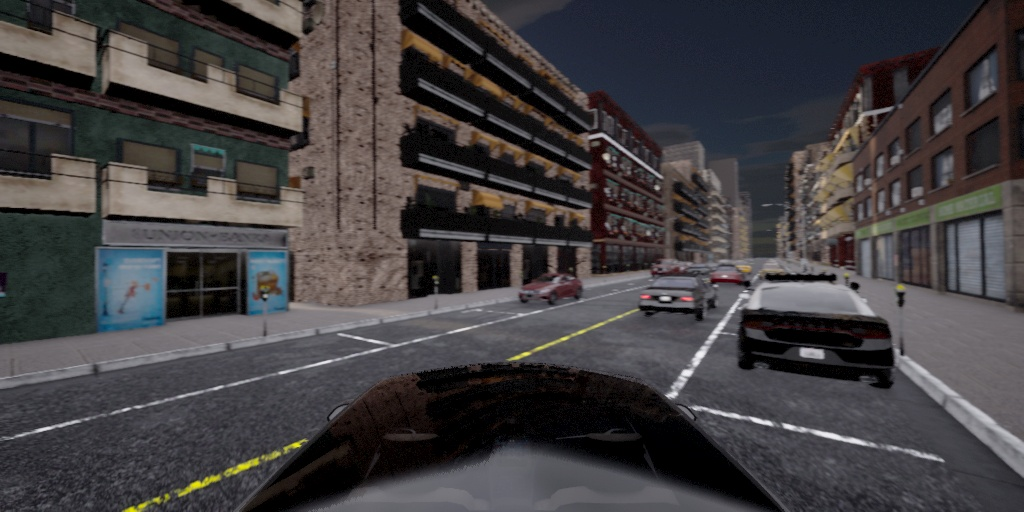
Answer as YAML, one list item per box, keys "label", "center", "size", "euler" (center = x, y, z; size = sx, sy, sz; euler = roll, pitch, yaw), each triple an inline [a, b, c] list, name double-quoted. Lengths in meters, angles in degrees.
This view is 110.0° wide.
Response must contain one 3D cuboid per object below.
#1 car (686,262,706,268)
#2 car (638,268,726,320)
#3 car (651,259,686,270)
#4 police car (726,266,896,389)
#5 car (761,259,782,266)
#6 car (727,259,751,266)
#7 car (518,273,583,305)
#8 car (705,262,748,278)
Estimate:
- label: "car"
  center: [18.537, 1.396, 35.456]
  size: [1.994, 1.385, 4.181]
  euler: [-1, -1, 36]
- label: "car"
  center: [6.076, 1.325, 12.809]
  size: [2.033, 1.411, 5.357]
  euler: [-1, -1, 36]
- label: "car"
  center: [15.181, 1.195, 35.258]
  size: [2.192, 1.841, 5.009]
  euler: [0, 0, 36]
- label: "police car"
  center: [5.677, 1.148, 7.084]
  size: [1.930, 1.638, 5.238]
  euler: [-1, -1, 36]
- label: "car"
  center: [22.068, 1.252, 30.482]
  size: [1.751, 1.417, 4.829]
  euler: [0, 0, 36]
- label: "car"
  center: [25.121, 1.231, 39.319]
  size: [1.801, 1.575, 5.366]
  euler: [-1, -1, 36]
- label: "car"
  center: [1.969, 1.466, 16.989]
  size: [1.802, 1.307, 4.207]
  euler: [0, 0, 36]
- label: "car"
  center: [15.637, 1.340, 26.027]
  size: [1.994, 1.385, 4.181]
  euler: [-1, -1, 36]
